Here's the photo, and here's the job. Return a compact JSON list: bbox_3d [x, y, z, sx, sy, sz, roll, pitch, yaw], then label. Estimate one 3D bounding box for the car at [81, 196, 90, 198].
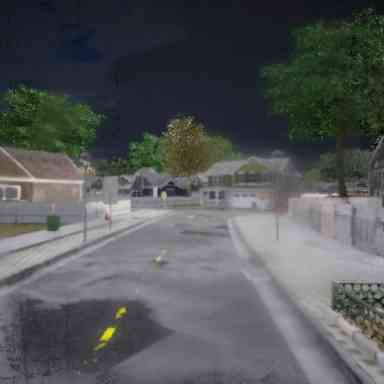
[{"bbox_3d":[-16.943,1.348,52.063,4.553,1.767,2.097,0,-1,36],"label":"car"}]
